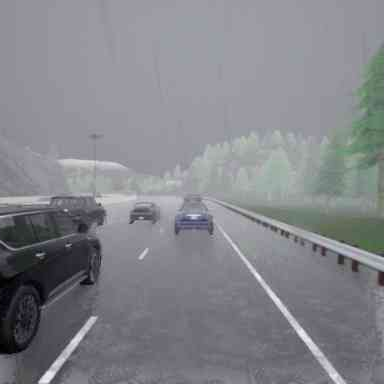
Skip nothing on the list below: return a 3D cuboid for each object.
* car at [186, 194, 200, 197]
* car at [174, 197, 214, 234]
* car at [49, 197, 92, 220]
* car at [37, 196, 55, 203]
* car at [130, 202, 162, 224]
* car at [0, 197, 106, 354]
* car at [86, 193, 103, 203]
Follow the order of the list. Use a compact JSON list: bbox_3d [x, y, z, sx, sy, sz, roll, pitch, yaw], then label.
[{"bbox_3d":[0.107,1.224,39.539,2.150,2.045,5.566,0,0,0],"label":"car"},{"bbox_3d":[0.103,1.353,19.352,2.097,1.767,4.553,0,0,0],"label":"car"},{"bbox_3d":[-10.395,1.353,28.868,2.097,1.767,4.553,0,0,0],"label":"car"},{"bbox_3d":[-31.485,1.518,71.720,1.812,1.442,4.674,0,0,0],"label":"car"},{"bbox_3d":[-3.395,1.506,24.757,1.837,1.490,4.892,0,0,0],"label":"car"},{"bbox_3d":[-3.401,1.222,6.254,2.150,2.045,5.566,0,0,0],"label":"car"},{"bbox_3d":[-20.985,1.219,71.723,2.150,2.045,5.566,0,0,0],"label":"car"}]
